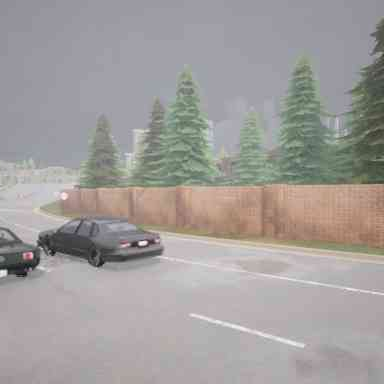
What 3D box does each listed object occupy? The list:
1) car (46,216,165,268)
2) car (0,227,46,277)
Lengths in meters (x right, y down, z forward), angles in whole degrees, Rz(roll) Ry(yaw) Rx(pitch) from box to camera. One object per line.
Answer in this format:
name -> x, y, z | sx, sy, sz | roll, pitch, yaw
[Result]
car -> -3.303, 1.548, 11.387 | 5.357, 1.411, 2.033 | 0, 0, 42
car -> -6.093, 1.601, 9.185 | 4.718, 1.301, 1.895 | 0, 0, 42
